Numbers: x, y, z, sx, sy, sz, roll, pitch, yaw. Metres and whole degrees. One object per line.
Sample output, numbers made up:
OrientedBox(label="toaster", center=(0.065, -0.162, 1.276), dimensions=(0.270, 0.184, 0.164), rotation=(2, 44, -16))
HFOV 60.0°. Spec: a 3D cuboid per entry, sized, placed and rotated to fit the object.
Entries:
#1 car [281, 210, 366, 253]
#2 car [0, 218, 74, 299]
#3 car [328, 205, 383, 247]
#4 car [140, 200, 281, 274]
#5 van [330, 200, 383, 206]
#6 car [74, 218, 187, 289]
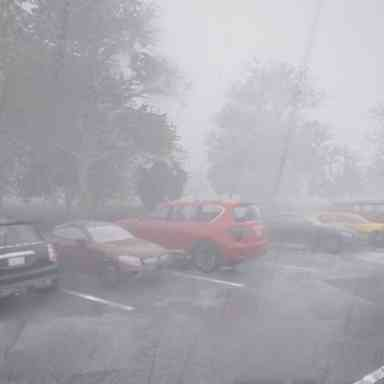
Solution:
OrientedBox(label="car", center=(4.631, 1.631, 14.363), dimensions=(4.674, 1.452, 2.002), rotation=(-1, -1, 35))
OrientedBox(label="car", center=(-5.087, 1.359, 7.538), dimensions=(4.553, 1.767, 2.185), rotation=(-1, -1, 34))
OrientedBox(label="car", center=(7.236, 1.614, 15.930), dimensions=(5.366, 1.575, 1.946), rotation=(-1, -1, 36))
OrientedBox(label="car", center=(-0.280, 1.285, 10.997), dimensions=(5.566, 2.045, 2.435), rotation=(-1, -1, 35))
OrientedBox(label="van", center=(9.640, 1.422, 17.642), dimensions=(4.442, 1.987, 1.878), rotation=(-1, -2, 36))
OrientedBox(label="car", center=(-2.685, 1.550, 9.278), dimensions=(4.674, 1.452, 2.002), rotation=(-1, -1, 35))
